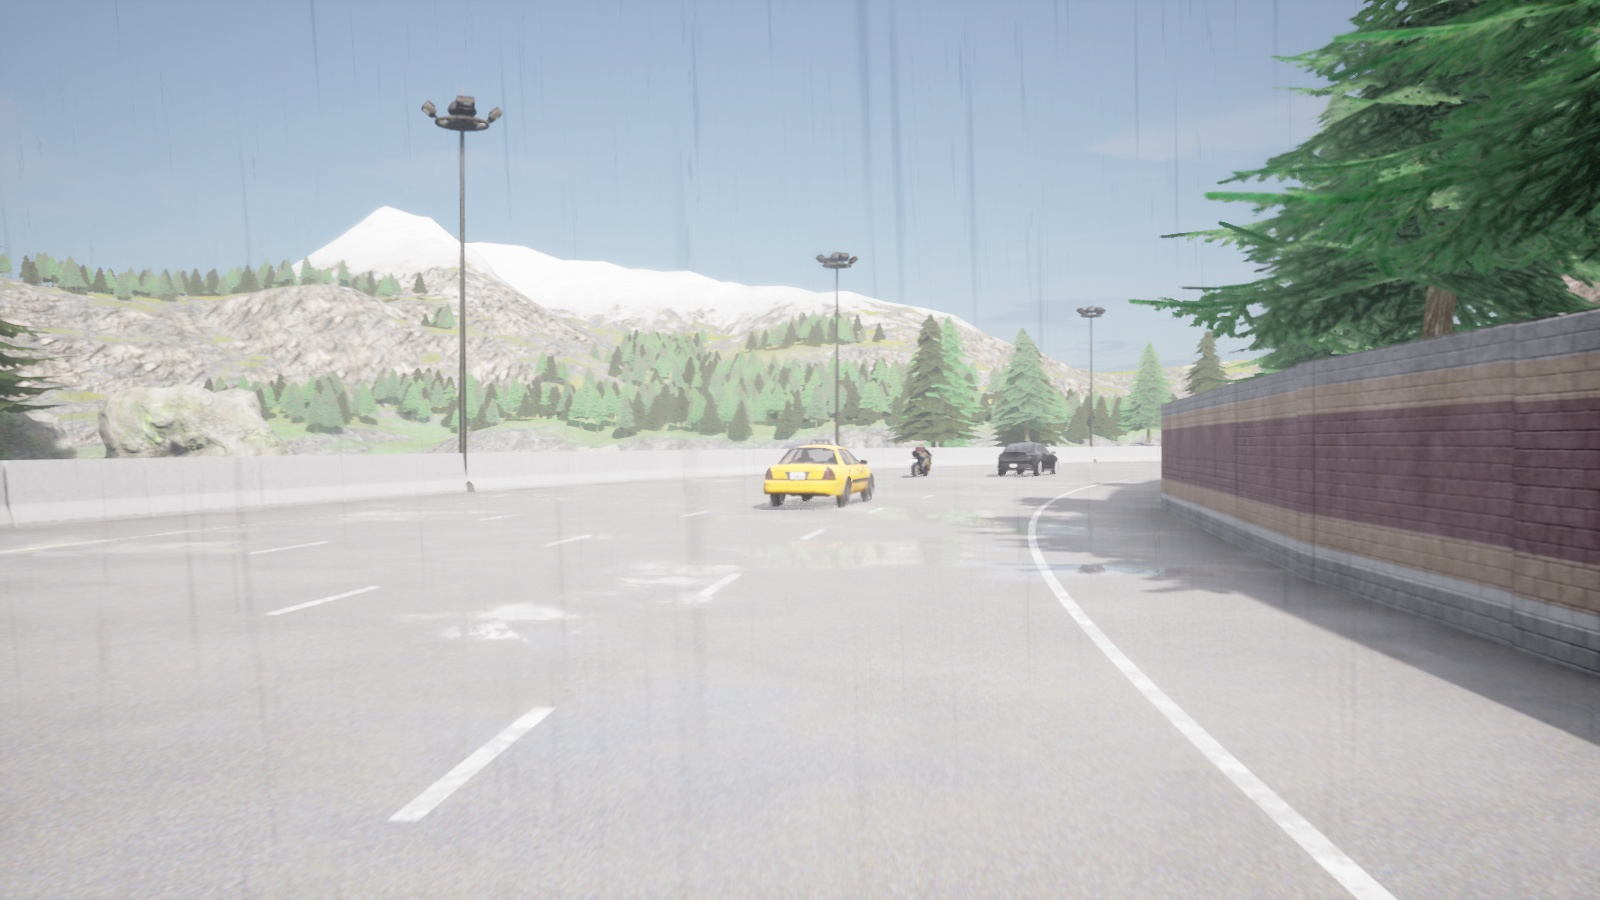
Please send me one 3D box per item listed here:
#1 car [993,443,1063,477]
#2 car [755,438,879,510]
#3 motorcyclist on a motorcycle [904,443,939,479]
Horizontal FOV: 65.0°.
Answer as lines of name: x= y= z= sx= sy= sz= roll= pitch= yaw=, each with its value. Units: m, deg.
car: x=10.452 y=0.441 z=57.265 sx=1.837 sy=1.490 sz=4.892 roll=0 pitch=0 yaw=26
car: x=0.532 y=0.515 z=30.317 sx=1.801 sy=1.575 sz=5.366 roll=0 pitch=0 yaw=14
motorcyclist on a motorcycle: x=5.299 y=0.479 z=54.688 sx=0.866 sy=1.530 sz=2.191 roll=1 pitch=1 yaw=24
